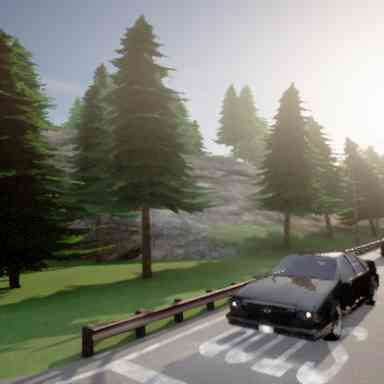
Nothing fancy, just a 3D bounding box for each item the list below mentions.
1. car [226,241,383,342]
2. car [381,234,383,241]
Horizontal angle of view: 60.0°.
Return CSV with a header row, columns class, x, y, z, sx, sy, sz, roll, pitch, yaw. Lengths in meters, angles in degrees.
class,x,y,z,sx,sy,sz,roll,pitch,yaw
car,2.952,2.097,7.773,2.033,1.411,5.357,-6,-7,39
car,11.823,2.702,18.425,1.882,1.535,5.008,-6,-7,39
